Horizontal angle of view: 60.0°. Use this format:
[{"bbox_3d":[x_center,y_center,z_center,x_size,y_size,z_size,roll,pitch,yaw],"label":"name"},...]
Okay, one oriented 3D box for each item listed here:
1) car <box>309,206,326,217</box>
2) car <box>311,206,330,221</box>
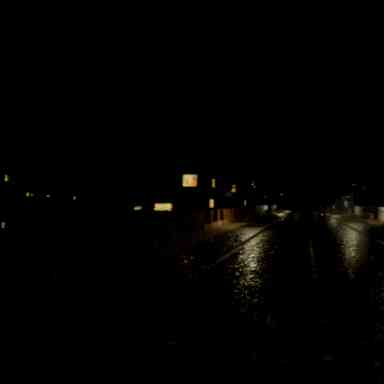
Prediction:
[{"bbox_3d":[19.020,2.890,50.527,2.128,1.511,4.902,-1,-2,19],"label":"car"},{"bbox_3d":[15.119,2.595,39.032,2.033,1.411,5.357,-1,-2,19],"label":"car"}]
